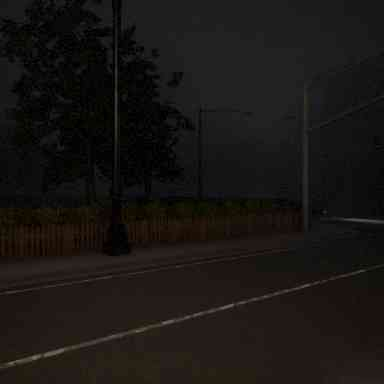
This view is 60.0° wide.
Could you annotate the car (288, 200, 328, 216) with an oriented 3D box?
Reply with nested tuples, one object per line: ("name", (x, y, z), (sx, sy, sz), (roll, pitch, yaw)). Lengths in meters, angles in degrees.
("car", (10.266, 1.491, 31.192), (2.128, 1.511, 4.902), (0, 0, -35))

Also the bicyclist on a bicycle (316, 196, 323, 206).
("bicyclist on a bicycle", (16.101, 1.303, 42.071), (1.656, 1.620, 0.582), (0, 0, -35))

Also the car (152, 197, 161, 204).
("car", (-6.608, 1.551, 55.797), (2.033, 1.411, 5.357), (0, 0, -35))
